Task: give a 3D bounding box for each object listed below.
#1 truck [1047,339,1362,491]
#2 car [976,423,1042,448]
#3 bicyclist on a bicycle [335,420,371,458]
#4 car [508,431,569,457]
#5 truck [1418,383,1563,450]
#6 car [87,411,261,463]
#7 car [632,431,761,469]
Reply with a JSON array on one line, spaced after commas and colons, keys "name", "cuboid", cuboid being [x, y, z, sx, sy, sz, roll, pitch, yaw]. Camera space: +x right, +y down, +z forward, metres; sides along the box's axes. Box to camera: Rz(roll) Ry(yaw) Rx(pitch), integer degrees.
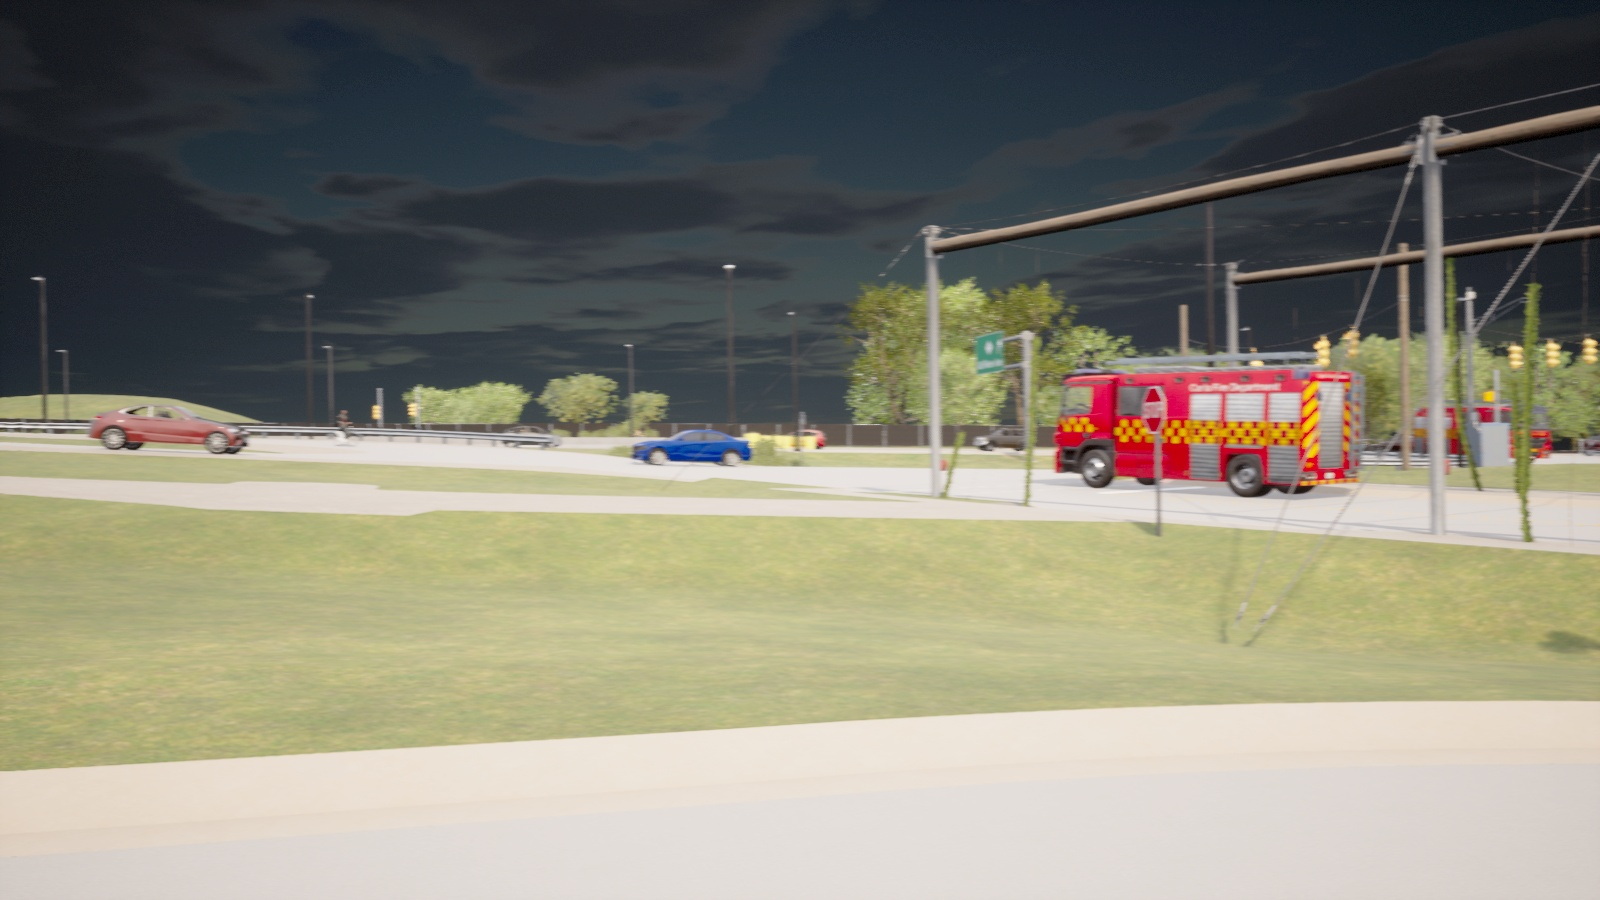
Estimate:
[{"name": "truck", "cuboid": [11.301, -0.986, 36.053, 2.891, 3.827, 8.468, -3, 2, -37]}, {"name": "car", "cuboid": [16.034, -1.120, 96.375, 4.605, 1.855, 1.932, -1, 0, -11]}, {"name": "bicyclist on a bicycle", "cuboid": [-21.441, -0.560, 60.183, 1.843, 1.776, 0.659, 1, 3, 35]}, {"name": "car", "cuboid": [-16.445, -0.371, 79.024, 3.705, 1.549, 1.789, -1, 0, -12]}, {"name": "truck", "cuboid": [41.776, -2.052, 76.369, 2.891, 3.827, 8.468, -1, 2, -11]}, {"name": "car", "cuboid": [-21.796, -0.429, 43.948, 5.027, 1.651, 2.152, 1, 0, -11]}, {"name": "car", "cuboid": [-4.269, -0.010, 51.844, 5.008, 1.535, 1.882, 0, 0, -18]}]
